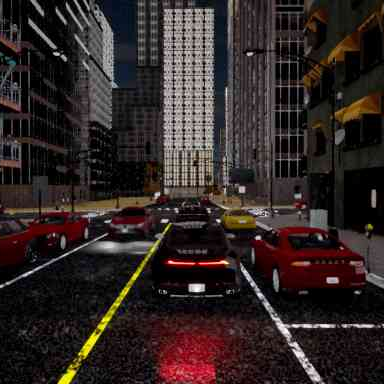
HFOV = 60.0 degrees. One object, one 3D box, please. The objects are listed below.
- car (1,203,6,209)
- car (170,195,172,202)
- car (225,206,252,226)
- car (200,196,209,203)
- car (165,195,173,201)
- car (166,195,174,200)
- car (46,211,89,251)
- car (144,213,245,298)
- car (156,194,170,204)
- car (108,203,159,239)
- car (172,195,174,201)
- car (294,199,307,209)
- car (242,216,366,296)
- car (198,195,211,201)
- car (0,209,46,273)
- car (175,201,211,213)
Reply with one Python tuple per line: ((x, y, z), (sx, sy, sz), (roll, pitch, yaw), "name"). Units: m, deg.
((-23.916, 1.744, 38.348), (4.097, 1.590, 1.967), (-1, 1, -1), "car")
((-5.824, 1.310, 68.667), (2.192, 1.841, 5.009), (-1, 0, 0), "car")
((2.646, 1.522, 19.765), (1.752, 1.417, 4.829), (-1, 0, 0), "car")
((2.558, 1.520, 68.851), (1.752, 1.417, 4.829), (-1, 0, 0), "car")
((-5.852, 1.521, 85.175), (1.752, 1.417, 4.829), (-1, 0, 0), "car")
((-5.862, 1.541, 90.904), (1.887, 1.381, 4.507), (-1, 0, 0), "car")
((-5.724, 1.542, 14.071), (1.887, 1.381, 4.507), (-1, 0, 0), "car")
((0.083, 1.503, 8.478), (1.837, 1.490, 4.892), (0, 0, 0), "car")
((-5.812, 1.540, 63.107), (1.887, 1.381, 4.507), (-1, 0, 0), "car")
((-3.068, 1.522, 17.631), (1.812, 1.442, 4.674), (0, 0, 1), "car")
((-5.834, 1.310, 74.227), (2.192, 1.841, 5.009), (-1, 0, 0), "car")
((14.182, 1.254, 38.741), (4.507, 1.381, 1.887), (-1, 1, -1), "car")
((2.667, 1.543, 8.548), (1.887, 1.381, 4.507), (-1, 0, 0), "car")
((2.567, 1.435, 63.121), (1.967, 1.590, 4.097), (-1, 0, 0), "car")
((-5.715, 1.439, 8.547), (1.967, 1.590, 4.097), (-1, 0, 0), "car")
((0.063, 1.475, 18.751), (1.882, 1.535, 5.008), (0, 0, 0), "car")
